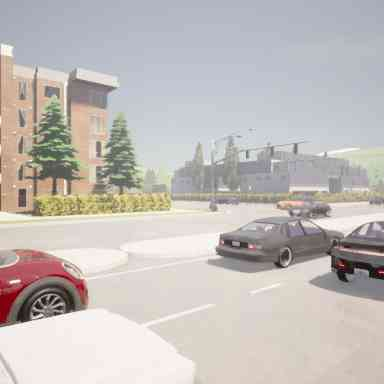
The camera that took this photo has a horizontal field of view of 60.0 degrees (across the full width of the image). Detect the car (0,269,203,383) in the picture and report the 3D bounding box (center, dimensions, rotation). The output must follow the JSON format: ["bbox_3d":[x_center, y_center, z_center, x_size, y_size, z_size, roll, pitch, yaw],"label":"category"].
[{"bbox_3d":[-2.164,1.601,2.021,4.718,1.301,1.895,0,0,-40],"label":"car"}]

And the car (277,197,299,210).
[{"bbox_3d":[12.545,1.354,39.990,4.553,1.767,2.097,0,0,-4],"label":"car"}]

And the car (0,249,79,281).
[{"bbox_3d":[-3.980,1.352,5.072,4.553,1.767,2.097,0,0,-40],"label":"car"}]

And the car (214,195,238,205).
[{"bbox_3d":[5.882,1.354,58.596,2.097,1.767,4.553,0,0,-39],"label":"car"}]

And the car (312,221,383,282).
[{"bbox_3d":[5.440,1.492,8.618,4.902,1.511,2.128,0,0,-40],"label":"car"}]

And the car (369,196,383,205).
[{"bbox_3d":[32.543,1.508,57.735,4.892,1.490,1.837,0,0,-40],"label":"car"}]

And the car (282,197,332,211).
[{"bbox_3d":[10.146,1.493,28.390,4.902,1.511,2.128,0,0,-43],"label":"car"}]

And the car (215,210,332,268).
[{"bbox_3d":[3.192,1.548,11.302,5.357,1.411,2.033,0,0,-40],"label":"car"}]
